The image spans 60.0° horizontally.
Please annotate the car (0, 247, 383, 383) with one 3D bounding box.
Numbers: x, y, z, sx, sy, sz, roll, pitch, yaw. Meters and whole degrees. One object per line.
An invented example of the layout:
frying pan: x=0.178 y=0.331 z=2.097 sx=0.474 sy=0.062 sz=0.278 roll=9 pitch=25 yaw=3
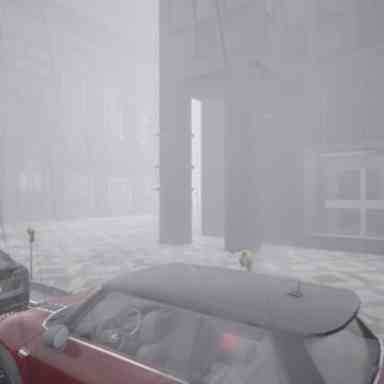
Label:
car: x=-0.288 y=1.439 z=3.174 sx=4.097 sy=1.590 sz=1.967 roll=0 pitch=0 yaw=35
